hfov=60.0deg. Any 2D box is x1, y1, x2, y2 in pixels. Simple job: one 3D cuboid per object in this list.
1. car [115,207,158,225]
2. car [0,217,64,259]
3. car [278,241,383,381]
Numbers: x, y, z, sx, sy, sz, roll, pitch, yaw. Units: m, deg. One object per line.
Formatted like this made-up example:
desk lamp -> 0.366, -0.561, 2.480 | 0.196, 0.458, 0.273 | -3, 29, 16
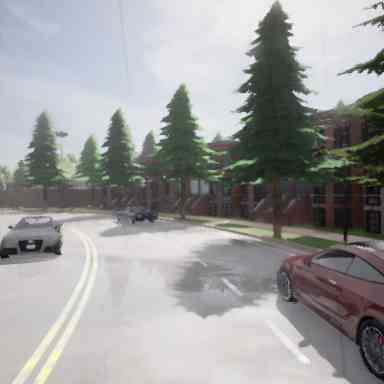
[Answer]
car -> -4.508, 1.789, 26.217 | 1.895, 1.301, 4.718 | 0, 0, -32
car -> -6.194, 1.694, 13.264 | 1.994, 1.385, 4.181 | 0, 0, -20
car -> 2.964, 1.530, 5.401 | 1.812, 1.442, 4.674 | 0, 0, -6
